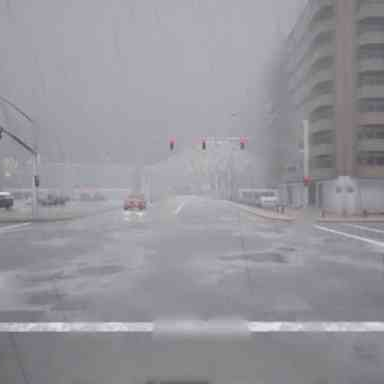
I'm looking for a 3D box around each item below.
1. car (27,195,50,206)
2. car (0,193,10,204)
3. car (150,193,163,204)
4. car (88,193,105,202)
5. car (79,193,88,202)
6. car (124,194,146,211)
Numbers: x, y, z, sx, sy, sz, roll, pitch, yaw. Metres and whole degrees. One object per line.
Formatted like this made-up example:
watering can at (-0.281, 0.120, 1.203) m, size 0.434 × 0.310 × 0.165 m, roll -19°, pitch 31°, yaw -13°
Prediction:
car at (-26.752, 1.419, 57.373) m, size 1.970 × 1.475 × 3.806 m, roll 0°, pitch 0°, yaw 0°
car at (-43.621, 1.187, 74.850) m, size 1.905 × 1.878 × 3.866 m, roll 0°, pitch 0°, yaw 0°
car at (-7.060, 1.253, 67.110) m, size 2.150 × 2.045 × 5.566 m, roll 0°, pitch 0°, yaw 0°
car at (-21.104, 1.184, 74.770) m, size 1.932 × 1.855 × 4.605 m, roll 0°, pitch 0°, yaw 0°
car at (-23.998, 1.187, 74.832) m, size 1.905 × 1.878 × 3.866 m, roll 0°, pitch 0°, yaw 0°
car at (-7.130, 1.238, 42.132) m, size 2.150 × 2.045 × 5.566 m, roll 0°, pitch 0°, yaw 0°
